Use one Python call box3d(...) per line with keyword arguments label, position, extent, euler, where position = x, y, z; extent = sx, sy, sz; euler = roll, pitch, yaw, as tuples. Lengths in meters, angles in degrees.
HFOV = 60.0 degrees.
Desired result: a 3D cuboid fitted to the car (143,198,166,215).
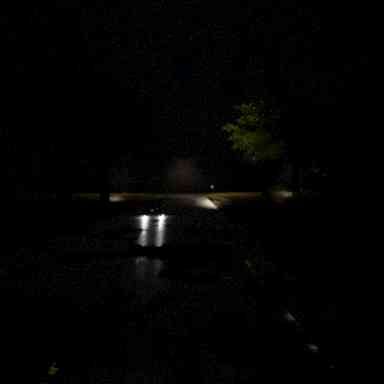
box3d(label="car", position=(-3.584, 1.391, 32.382), extent=(1.837, 1.490, 4.892), euler=(0, 1, 0))
